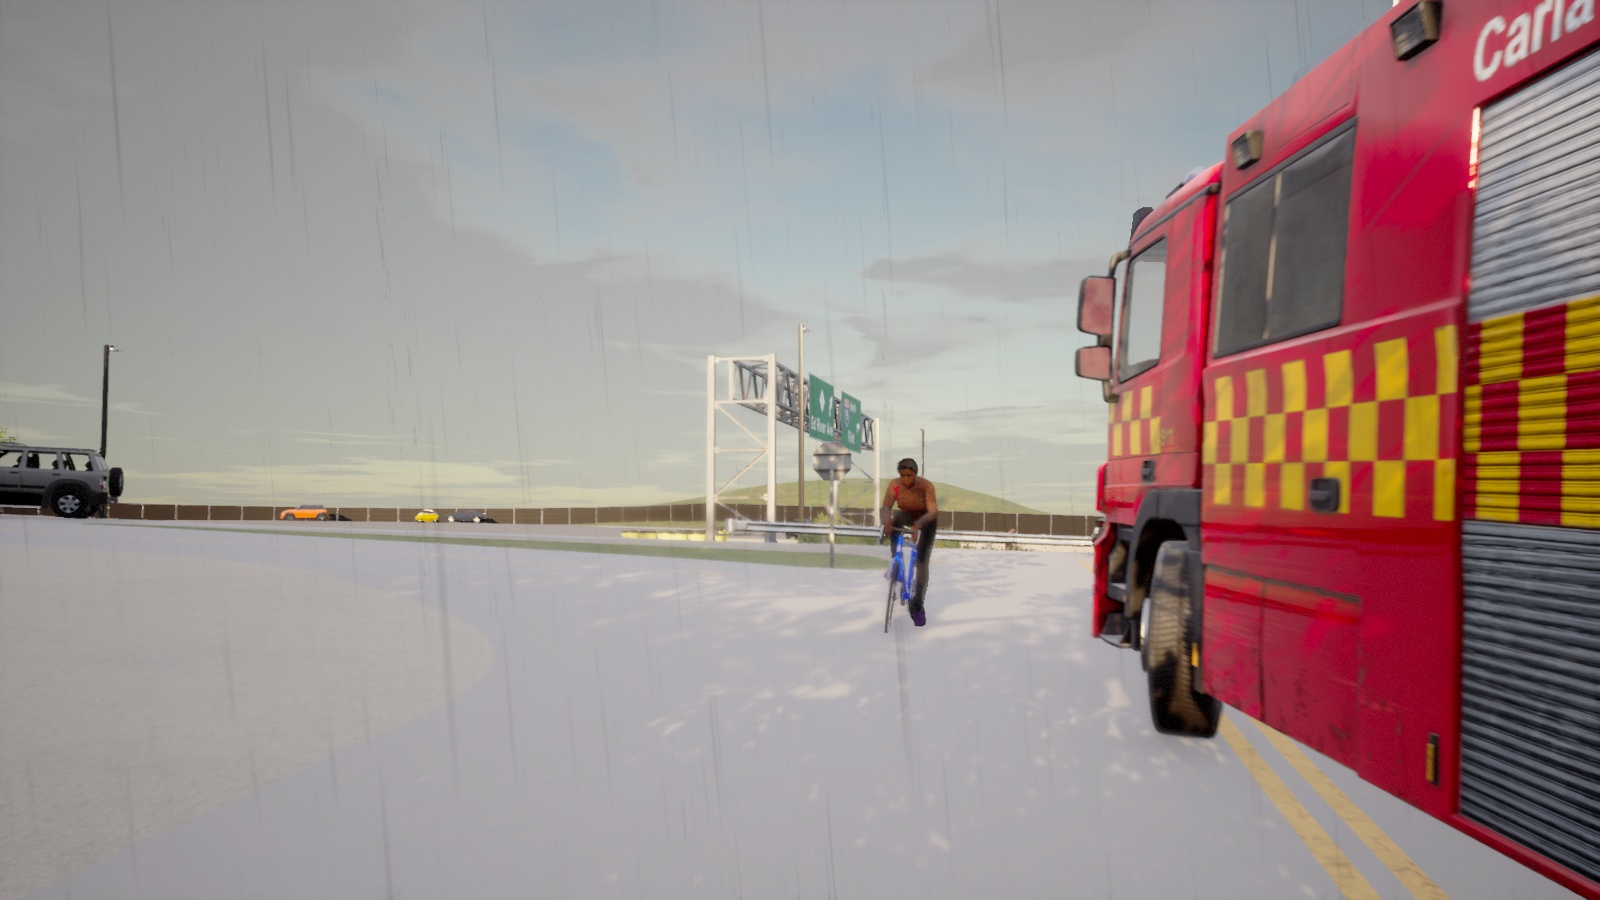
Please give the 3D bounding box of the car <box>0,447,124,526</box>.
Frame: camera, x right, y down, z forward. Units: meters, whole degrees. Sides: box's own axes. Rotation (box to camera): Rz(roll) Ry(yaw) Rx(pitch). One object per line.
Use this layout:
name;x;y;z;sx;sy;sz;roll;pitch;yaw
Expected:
car;-19.838;0.910;31.625;4.605;1.855;1.932;3;-4;-20

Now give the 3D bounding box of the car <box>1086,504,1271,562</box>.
car;11.137;2.444;37.225;4.792;1.488;2.163;2;-3;0

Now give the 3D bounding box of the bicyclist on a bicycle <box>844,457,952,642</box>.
bicyclist on a bicycle;0.973;0.893;12.087;0.582;1.620;1.656;3;1;18

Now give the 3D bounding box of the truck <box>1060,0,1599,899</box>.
truck;3.484;-0.251;5.306;2.891;3.827;8.468;1;-1;0
